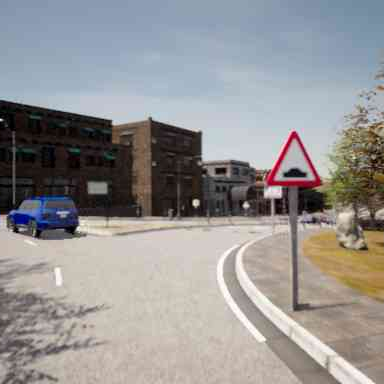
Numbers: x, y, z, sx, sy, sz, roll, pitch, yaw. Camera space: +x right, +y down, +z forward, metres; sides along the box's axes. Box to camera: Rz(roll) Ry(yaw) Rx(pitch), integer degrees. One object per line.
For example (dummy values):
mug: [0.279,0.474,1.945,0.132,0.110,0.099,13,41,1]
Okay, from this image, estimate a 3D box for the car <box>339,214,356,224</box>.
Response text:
car: [25.728,4.497,54.915,1.837,1.490,4.892,-1,-4,34]

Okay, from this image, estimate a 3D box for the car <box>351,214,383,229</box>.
car: [20.659,3.304,37.274,4.892,1.521,2.231,-1,-4,34]

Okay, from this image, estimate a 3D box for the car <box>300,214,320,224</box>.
car: [17.013,3.896,47.674,2.033,1.411,5.357,-1,-4,34]

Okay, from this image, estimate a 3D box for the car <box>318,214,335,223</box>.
car: [22.792,4.525,56.368,1.812,1.442,4.674,-1,-4,34]

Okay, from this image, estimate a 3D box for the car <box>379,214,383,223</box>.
car: [40.472,5.294,67.043,4.553,1.767,2.185,-1,-3,34]

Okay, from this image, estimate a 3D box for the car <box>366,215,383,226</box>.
car: [28.261,4.231,48.725,4.674,1.452,2.002,-1,-4,34]

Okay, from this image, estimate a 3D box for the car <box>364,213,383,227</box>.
car: [26.716,3.897,46.455,4.553,1.767,2.185,-1,-4,34]

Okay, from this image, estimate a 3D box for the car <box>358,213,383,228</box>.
car: [17.606,2.928,32.705,4.892,1.521,2.231,-1,-4,34]

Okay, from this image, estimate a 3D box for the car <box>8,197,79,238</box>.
car: [-8.448,1.328,18.735,5.566,2.045,2.150,-1,0,44]

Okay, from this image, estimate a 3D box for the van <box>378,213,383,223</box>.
van: [38.830,5.059,64.839,4.442,1.987,1.878,-1,-3,34]

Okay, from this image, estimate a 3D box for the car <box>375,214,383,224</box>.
car: [35.923,4.874,60.308,4.553,1.767,2.185,-1,-3,34]

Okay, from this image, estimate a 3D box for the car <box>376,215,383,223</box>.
car: [37.393,5.140,62.473,4.892,1.521,2.231,-1,-3,34]

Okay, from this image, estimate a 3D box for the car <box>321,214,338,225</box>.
car: [19.950,3.891,46.222,2.033,1.411,5.357,-1,-4,34]

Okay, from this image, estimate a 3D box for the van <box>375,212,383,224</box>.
van: [34.454,4.611,57.833,4.442,1.987,1.878,-1,-4,34]

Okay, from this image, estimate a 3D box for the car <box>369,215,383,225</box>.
car: [31.284,4.553,53.323,4.792,1.488,2.163,-1,-4,34]
